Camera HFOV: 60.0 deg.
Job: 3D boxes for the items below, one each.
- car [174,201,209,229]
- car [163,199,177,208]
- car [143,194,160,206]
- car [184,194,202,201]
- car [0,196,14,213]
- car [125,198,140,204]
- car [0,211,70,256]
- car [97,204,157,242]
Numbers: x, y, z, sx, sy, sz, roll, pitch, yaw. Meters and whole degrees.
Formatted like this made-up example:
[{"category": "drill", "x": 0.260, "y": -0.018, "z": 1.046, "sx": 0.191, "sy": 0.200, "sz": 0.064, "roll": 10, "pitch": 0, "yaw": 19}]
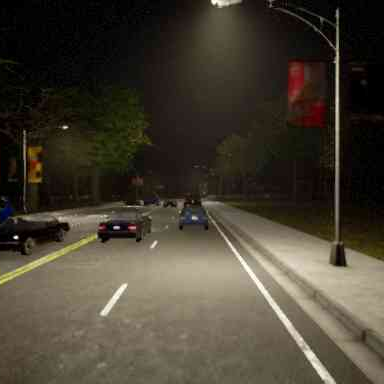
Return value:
[{"category": "car", "x": 0.102, "y": 1.553, "z": 21.664, "sx": 2.033, "sy": 1.411, "sz": 5.357, "roll": 0, "pitch": 0, "yaw": 0}, {"category": "car", "x": -3.141, "y": 1.659, "z": 49.405, "sx": 1.895, "sy": 1.301, "sz": 4.718, "roll": 0, "pitch": 0, "yaw": 0}, {"category": "car", "x": -6.546, "y": 1.295, "z": 54.375, "sx": 2.150, "sy": 2.045, "sz": 5.566, "roll": 0, "pitch": 0, "yaw": 1}, {"category": "car", "x": 0.096, "y": 1.266, "z": 43.487, "sx": 2.150, "sy": 2.045, "sz": 5.566, "roll": 0, "pitch": 0, "yaw": 0}, {"category": "car", "x": -9.847, "y": 1.219, "z": 14.294, "sx": 2.150, "sy": 2.045, "sz": 5.566, "roll": 0, "pitch": 0, "yaw": 0}, {"category": "car", "x": -9.797, "y": 1.639, "z": 55.058, "sx": 1.994, "sy": 1.385, "sz": 4.181, "roll": 0, "pitch": 0, "yaw": 0}, {"category": "car", "x": -6.597, "y": 1.598, "z": 13.251, "sx": 1.895, "sy": 1.301, "sz": 4.718, "roll": 0, "pitch": 0, "yaw": 0}, {"category": "car", "x": -3.148, "y": 1.547, "z": 16.411, "sx": 2.033, "sy": 1.411, "sz": 5.357, "roll": 0, "pitch": 0, "yaw": 0}]
